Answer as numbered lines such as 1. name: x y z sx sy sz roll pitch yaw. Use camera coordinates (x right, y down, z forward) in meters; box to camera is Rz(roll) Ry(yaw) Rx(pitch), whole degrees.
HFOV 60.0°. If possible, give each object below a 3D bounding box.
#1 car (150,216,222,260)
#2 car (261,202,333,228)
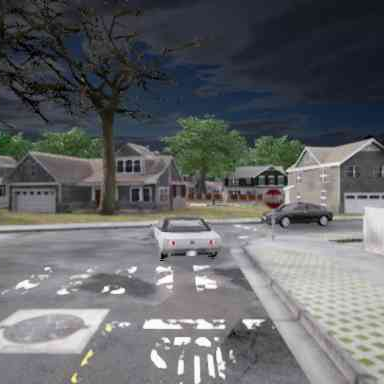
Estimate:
1. car: -0.427 1.541 12.180 1.895 1.301 4.718 0 0 -11
2. car: 6.818 1.444 21.604 4.892 1.490 1.837 0 0 -19
